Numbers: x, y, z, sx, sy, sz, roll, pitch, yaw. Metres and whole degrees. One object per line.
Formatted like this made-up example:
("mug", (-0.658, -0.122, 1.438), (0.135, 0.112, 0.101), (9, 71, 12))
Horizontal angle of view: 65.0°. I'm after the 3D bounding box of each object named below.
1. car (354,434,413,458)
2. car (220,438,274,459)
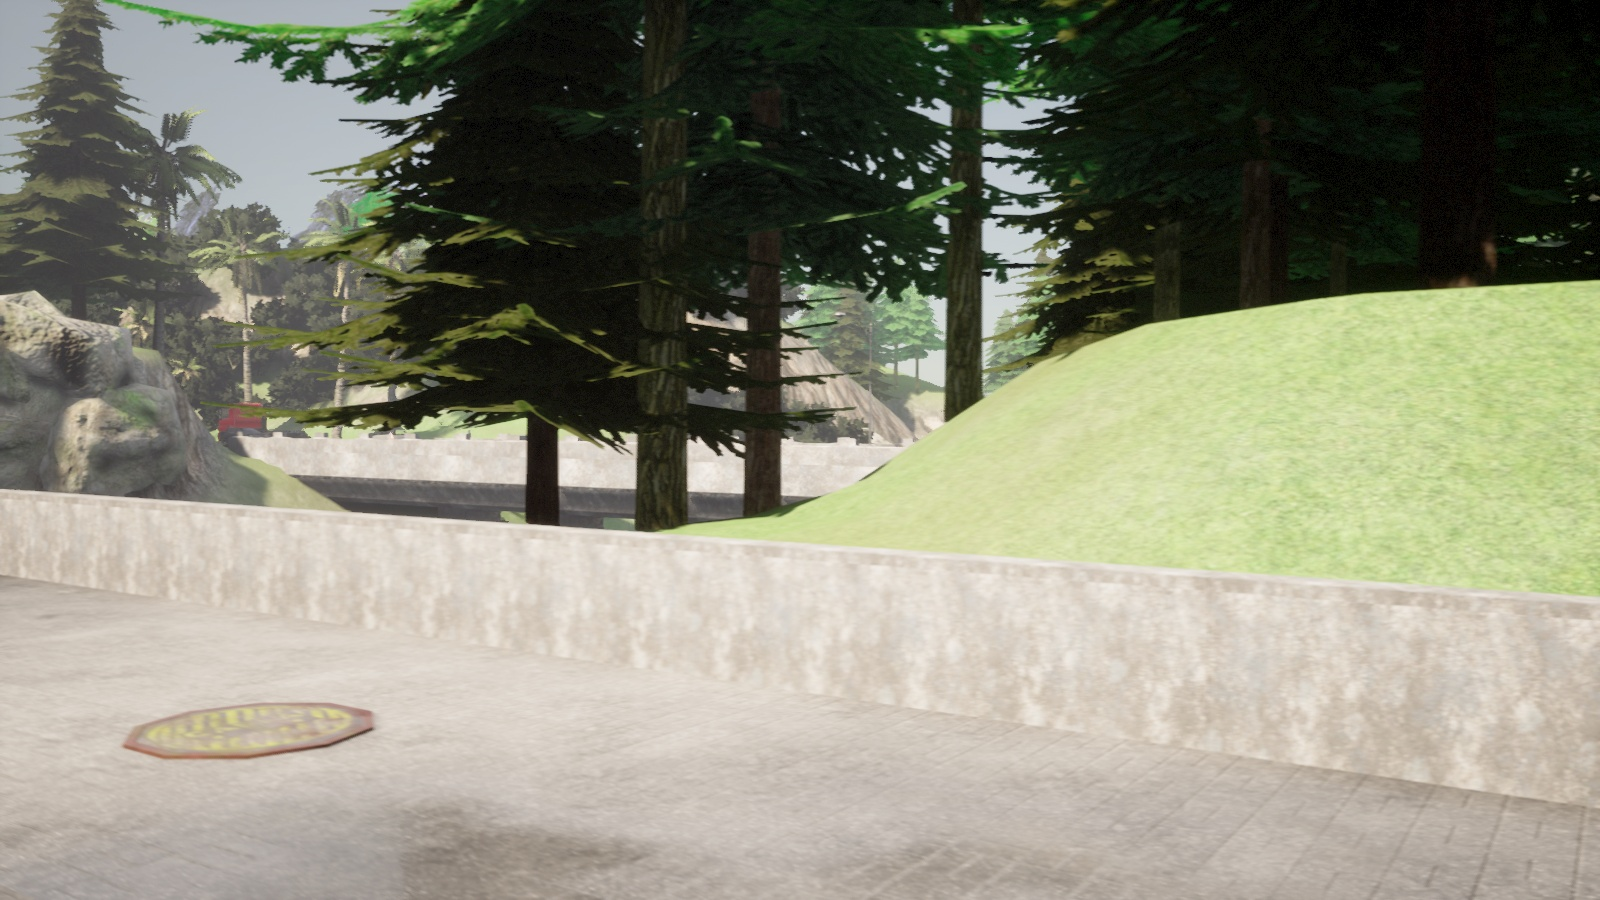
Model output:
("car", (-29.128, -0.307, 87.799), (3.988, 1.617, 1.851), (0, 1, 34))
("car", (-39.596, -0.126, 89.943), (3.633, 1.501, 1.845), (0, 1, 34))
